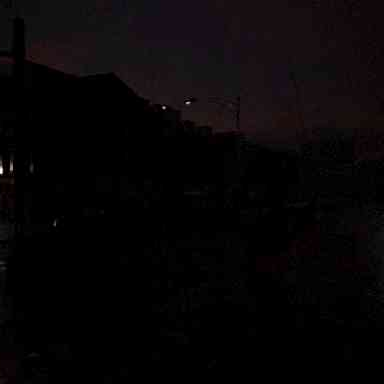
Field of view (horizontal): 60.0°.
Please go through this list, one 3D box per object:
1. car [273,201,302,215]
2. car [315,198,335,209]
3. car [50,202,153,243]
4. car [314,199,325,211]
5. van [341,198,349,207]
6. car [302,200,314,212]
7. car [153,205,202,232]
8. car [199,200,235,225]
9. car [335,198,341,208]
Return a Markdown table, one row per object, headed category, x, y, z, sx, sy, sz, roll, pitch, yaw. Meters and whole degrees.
| category | x | y | z | sx | sy | sz | roll | pitch | yaw |
| --- | --- | --- | --- | --- | --- | --- | --- | --- | --- |
| car | 11.007 | 1.905 | 39.427 | 2.008 | 1.369 | 4.403 | -1 | -1 | 35 |
| car | 20.432 | 1.809 | 52.704 | 2.192 | 1.841 | 5.009 | -1 | -1 | 35 |
| car | -4.704 | 1.450 | 17.308 | 2.192 | 1.841 | 5.009 | -1 | -1 | 35 |
| car | 17.292 | 2.013 | 48.276 | 1.947 | 1.339 | 4.313 | -1 | -1 | 35 |
| van | 29.859 | 1.981 | 65.978 | 1.690 | 1.788 | 3.998 | -1 | -1 | 35 |
| car | 14.051 | 1.924 | 43.714 | 1.752 | 1.417 | 4.829 | -1 | -1 | 35 |
| car | -1.561 | 1.743 | 21.729 | 1.947 | 1.339 | 4.313 | -1 | -1 | 35 |
| car | 1.580 | 1.535 | 26.157 | 2.192 | 1.841 | 5.009 | -1 | -1 | 35 |
| car | 23.575 | 1.982 | 57.127 | 1.967 | 1.590 | 4.097 | -1 | -1 | 35 |
